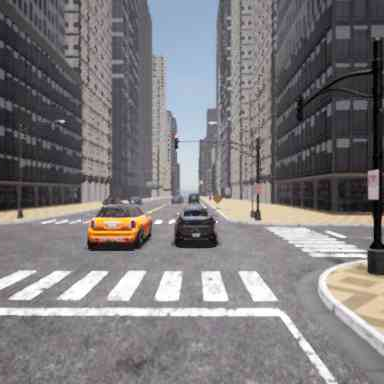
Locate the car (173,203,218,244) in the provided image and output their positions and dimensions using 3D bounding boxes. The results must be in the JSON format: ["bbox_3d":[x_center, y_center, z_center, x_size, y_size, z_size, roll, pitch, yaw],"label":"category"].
[{"bbox_3d":[0.181,1.490,15.848,1.837,1.490,4.892,0,0,0],"label":"car"}]

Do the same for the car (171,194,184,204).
[{"bbox_3d":[-2.898,1.518,62.328,2.128,1.511,4.902,0,0,0],"label":"car"}]

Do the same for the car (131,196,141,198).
[{"bbox_3d":[-9.500,1.504,55.826,2.128,1.511,4.902,0,0,1],"label":"car"}]

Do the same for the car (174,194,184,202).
[{"bbox_3d":[-2.839,1.240,72.716,2.097,1.767,4.553,0,0,0],"label":"car"}]

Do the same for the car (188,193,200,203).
[{"bbox_3d":[0.355,1.249,62.757,2.150,2.045,5.566,0,0,0],"label":"car"}]

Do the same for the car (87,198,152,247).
[{"bbox_3d":[-3.076,1.338,15.050,2.097,1.767,4.553,0,0,0],"label":"car"}]

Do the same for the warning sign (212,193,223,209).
[{"bbox_3d":[3.080,1.107,40.111,1.300,1.860,1.060,0,0,0],"label":"warning sign"}]
